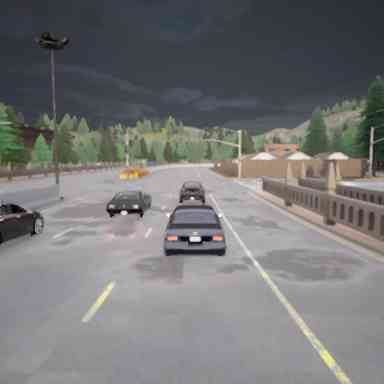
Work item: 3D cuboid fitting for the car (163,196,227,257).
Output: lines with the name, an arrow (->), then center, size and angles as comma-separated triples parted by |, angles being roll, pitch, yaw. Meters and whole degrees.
car -> 0.076, 1.123, 11.188 | 2.033, 1.411, 5.357 | 0, 3, 0

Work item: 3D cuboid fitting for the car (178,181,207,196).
car -> 0.015, -0.037, 24.443 | 1.837, 1.490, 4.892 | 0, 5, 0

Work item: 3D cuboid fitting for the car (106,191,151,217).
car -> -3.459, 0.561, 19.093 | 1.895, 1.301, 4.718 | 0, 5, 0

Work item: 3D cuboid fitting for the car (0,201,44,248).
car -> -6.923, 1.062, 11.545 | 1.837, 1.490, 4.892 | 0, 3, 0
